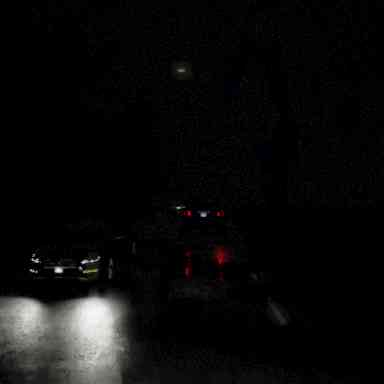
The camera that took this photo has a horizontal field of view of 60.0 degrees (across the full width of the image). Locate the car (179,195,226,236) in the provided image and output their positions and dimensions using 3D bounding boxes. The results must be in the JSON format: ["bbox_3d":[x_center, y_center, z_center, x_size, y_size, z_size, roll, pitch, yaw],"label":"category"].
[{"bbox_3d":[0.727,1.194,18.495,2.150,2.045,5.566,0,0,4],"label":"car"}]

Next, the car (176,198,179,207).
[{"bbox_3d":[-1.394,1.473,50.673,2.033,1.411,5.357,0,0,-1],"label":"car"}]

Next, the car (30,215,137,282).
[{"bbox_3d":[-2.878,1.488,9.799,1.837,1.490,4.892,0,0,2],"label":"car"}]

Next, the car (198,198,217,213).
[{"bbox_3d":[1.690,1.426,36.599,1.882,1.535,5.008,0,0,2],"label":"car"}]
